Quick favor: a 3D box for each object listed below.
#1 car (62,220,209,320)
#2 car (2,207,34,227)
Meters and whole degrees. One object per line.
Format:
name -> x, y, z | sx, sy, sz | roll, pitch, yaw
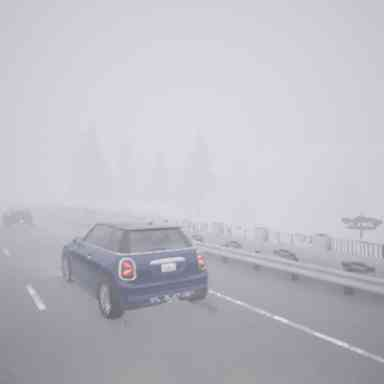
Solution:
car -> -1.596, 1.435, 7.918 | 2.097, 1.767, 4.553 | 0, -1, -33
car -> -14.037, 1.975, 26.809 | 1.837, 1.490, 4.892 | 0, -1, -33
